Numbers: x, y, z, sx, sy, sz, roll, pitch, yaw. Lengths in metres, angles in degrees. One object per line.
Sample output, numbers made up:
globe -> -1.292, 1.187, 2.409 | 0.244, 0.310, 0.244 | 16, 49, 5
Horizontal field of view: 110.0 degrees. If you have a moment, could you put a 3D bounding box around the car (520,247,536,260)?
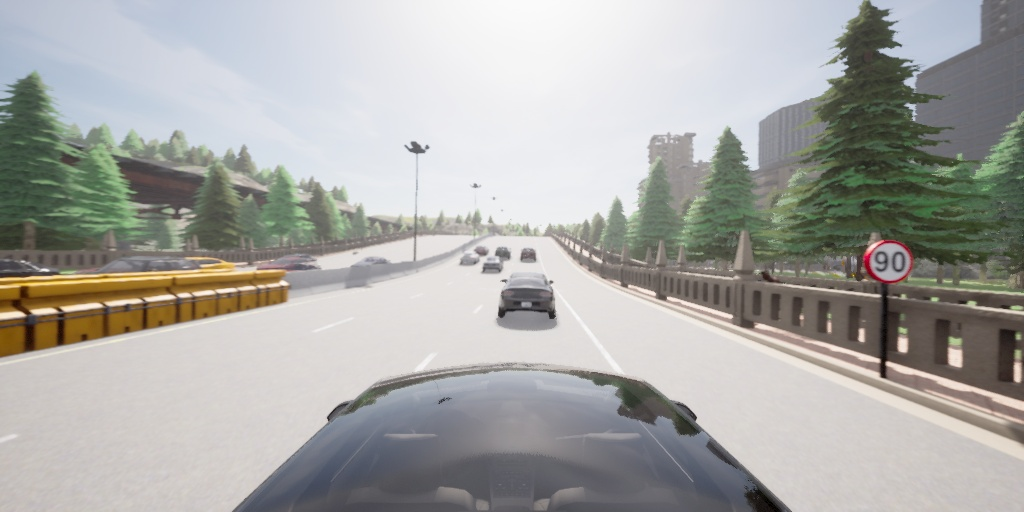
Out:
car -> 2.210, -0.499, 48.556 | 2.097, 1.767, 4.553 | 1, 6, 3

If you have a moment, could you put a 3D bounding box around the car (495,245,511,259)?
car -> -1.226, -0.704, 49.932 | 2.097, 1.767, 4.553 | 1, 6, 3

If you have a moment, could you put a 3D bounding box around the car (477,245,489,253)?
car -> -4.576, -0.933, 53.373 | 1.994, 1.385, 4.181 | 1, 7, 3

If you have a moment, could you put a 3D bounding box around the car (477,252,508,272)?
car -> -1.872, 0.736, 36.083 | 2.033, 1.411, 5.357 | 1, 4, 3

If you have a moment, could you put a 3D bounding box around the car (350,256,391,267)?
car -> -12.700, 0.741, 32.732 | 2.033, 1.411, 5.357 | 1, 3, 3

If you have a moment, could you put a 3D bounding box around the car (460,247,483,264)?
car -> -5.039, 0.119, 43.125 | 1.812, 1.442, 4.674 | 1, 5, 3

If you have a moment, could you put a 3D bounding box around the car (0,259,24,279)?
car -> -20.618, 0.857, 13.573 | 1.837, 1.490, 4.892 | 1, 0, 3

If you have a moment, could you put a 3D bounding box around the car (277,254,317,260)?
car -> -16.504, 0.830, 26.532 | 1.882, 1.535, 5.008 | 1, 1, 3

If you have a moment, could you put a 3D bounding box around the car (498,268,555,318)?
car -> 0.557, 1.292, 13.051 | 1.812, 1.442, 4.674 | 1, 0, 3

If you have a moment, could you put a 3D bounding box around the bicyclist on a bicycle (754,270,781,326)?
bicyclist on a bicycle -> 7.184, 1.234, 10.020 | 1.656, 1.620, 0.582 | 5, 0, 3

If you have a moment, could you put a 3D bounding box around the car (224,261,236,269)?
car -> -20.182, 0.825, 22.753 | 1.882, 1.535, 5.008 | 1, 0, 3

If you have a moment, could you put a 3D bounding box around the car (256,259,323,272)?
car -> -13.210, 1.088, 22.111 | 1.895, 1.301, 4.718 | 1, 0, 3

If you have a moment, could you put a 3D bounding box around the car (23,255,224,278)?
car -> -13.631, 0.841, 13.133 | 2.097, 1.767, 4.553 | 1, 0, 3
